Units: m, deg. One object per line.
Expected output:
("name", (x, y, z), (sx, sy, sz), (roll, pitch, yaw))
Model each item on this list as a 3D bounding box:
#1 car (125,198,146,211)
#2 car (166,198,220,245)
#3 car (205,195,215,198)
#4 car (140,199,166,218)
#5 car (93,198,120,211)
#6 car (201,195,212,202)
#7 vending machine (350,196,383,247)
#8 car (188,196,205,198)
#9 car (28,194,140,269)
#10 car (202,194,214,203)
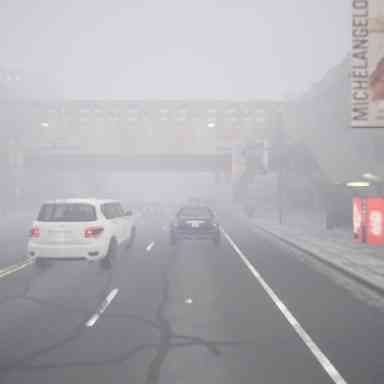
("car", (-6.987, 1.530, 41.777), (1.812, 1.442, 4.674), (0, 0, 1))
("car", (0.129, 1.356, 15.598), (2.097, 1.767, 4.553), (0, 0, 0))
("car", (3.249, 1.496, 57.108), (2.231, 1.521, 4.892), (0, 0, 10))
("car", (-3.346, 1.552, 30.189), (2.033, 1.411, 5.357), (0, 0, 0))
("car", (-10.498, 1.549, 41.244), (2.033, 1.411, 5.357), (0, 0, 1))
("car", (3.185, 1.498, 74.309), (2.097, 1.535, 5.008), (0, 0, 0))
("vending machine", (7.408, 1.203, 13.970), (1.100, 2.100, 0.880), (0, 0, 0))
("car", (0.187, 1.361, 39.415), (2.097, 1.767, 4.553), (0, 0, 0))
("car", (-3.382, 1.222, 11.292), (2.150, 2.045, 5.566), (0, 0, 0))
("car", (3.309, 1.371, 67.884), (2.185, 1.767, 4.553), (0, 0, 0))
